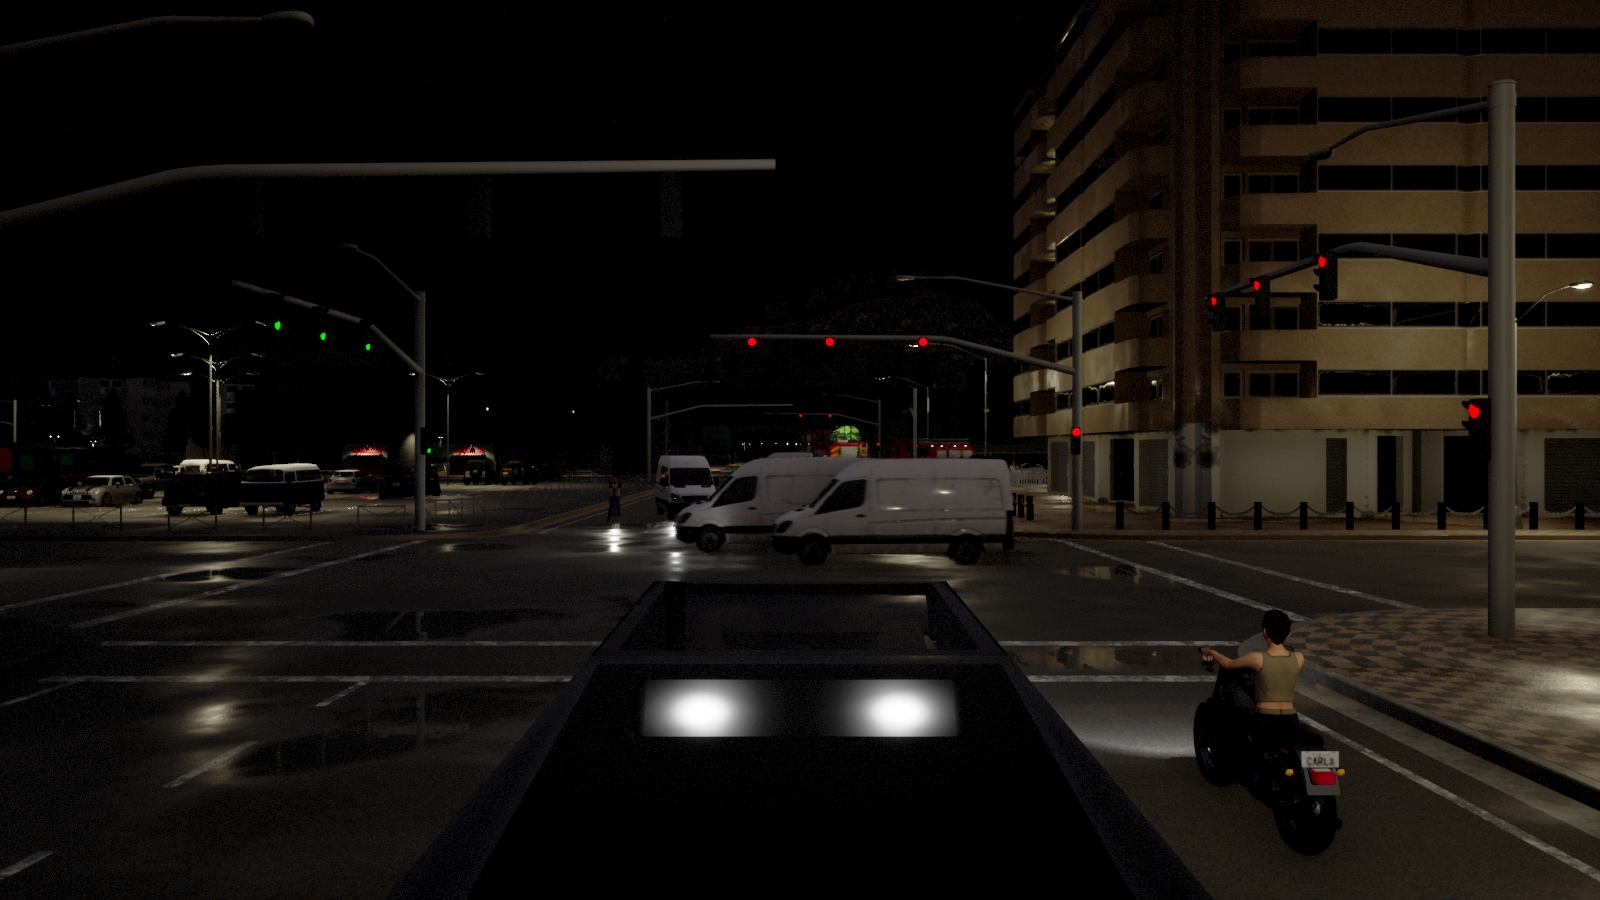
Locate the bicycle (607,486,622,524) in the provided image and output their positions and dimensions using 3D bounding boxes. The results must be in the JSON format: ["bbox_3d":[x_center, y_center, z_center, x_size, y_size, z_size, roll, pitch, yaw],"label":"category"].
[{"bbox_3d":[-7.113,2.096,43.847,0.373,1.385,1.643,0,0,-1],"label":"bicycle"}]

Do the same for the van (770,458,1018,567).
[{"bbox_3d":[2.238,1.495,28.237,5.915,2.561,1.988,0,0,-1],"label":"van"}]

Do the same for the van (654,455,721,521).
[{"bbox_3d":[-4.814,1.517,48.008,1.988,2.561,5.915,0,0,-14],"label":"van"}]

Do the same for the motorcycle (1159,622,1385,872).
[{"bbox_3d":[3.502,2.151,8.762,0.764,1.307,2.356,0,0,0],"label":"motorcycle"}]

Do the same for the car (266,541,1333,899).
[{"bbox_3d":[0.000,1.751,5.696,2.390,2.098,6.274,0,0,0],"label":"car"}]

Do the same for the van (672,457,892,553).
[{"bbox_3d":[-0.501,1.495,31.694,5.915,2.561,1.988,0,0,-1],"label":"van"}]
